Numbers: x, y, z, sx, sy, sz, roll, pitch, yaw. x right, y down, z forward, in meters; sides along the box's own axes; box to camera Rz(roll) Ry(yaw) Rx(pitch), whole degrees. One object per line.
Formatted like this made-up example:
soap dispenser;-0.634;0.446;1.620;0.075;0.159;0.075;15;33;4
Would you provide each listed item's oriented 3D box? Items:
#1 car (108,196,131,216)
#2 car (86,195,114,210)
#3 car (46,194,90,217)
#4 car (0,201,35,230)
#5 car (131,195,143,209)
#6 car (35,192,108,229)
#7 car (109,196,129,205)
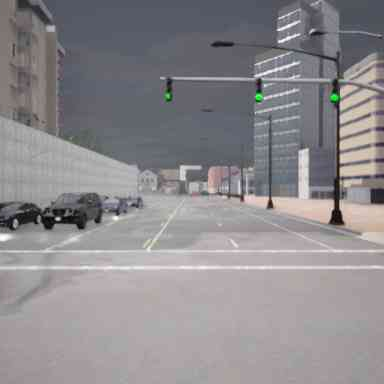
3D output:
car;-7.116;1.283;30.047;1.812;1.442;4.674;0;0;0
car;-10.616;1.193;38.659;1.837;1.490;4.892;0;0;0
car;-10.616;1.119;28.840;2.097;1.767;4.553;0;0;0
car;-10.612;1.345;19.774;1.837;1.490;4.892;0;0;0
car;-7.114;1.166;40.389;2.128;1.511;4.902;0;0;0
car;-7.108;1.056;20.404;2.150;2.045;5.566;0;0;0
car;-10.584;1.209;48.720;1.895;1.301;4.718;0;0;0
